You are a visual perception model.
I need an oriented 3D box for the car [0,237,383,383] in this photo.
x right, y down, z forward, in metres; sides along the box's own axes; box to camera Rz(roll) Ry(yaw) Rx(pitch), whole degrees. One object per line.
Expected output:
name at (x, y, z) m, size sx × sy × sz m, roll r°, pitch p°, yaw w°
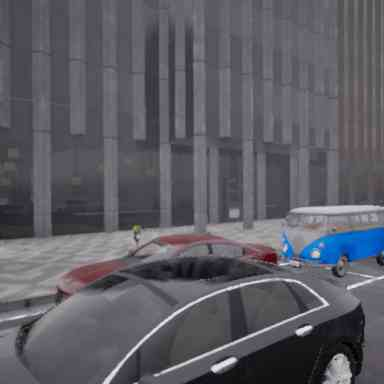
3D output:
car at (-0.218, 1.497, 3.222) m, size 4.892 × 1.490 × 1.837 m, roll 0°, pitch 0°, yaw -35°

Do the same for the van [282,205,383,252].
van at (4.342, 1.299, 9.750) m, size 3.998 × 1.788 × 1.690 m, roll 0°, pitch 0°, yaw -36°

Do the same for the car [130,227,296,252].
car at (-0.246, 1.528, 6.476) m, size 4.507 × 1.381 × 1.887 m, roll 0°, pitch 0°, yaw -36°
